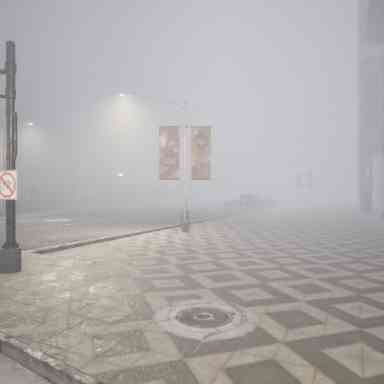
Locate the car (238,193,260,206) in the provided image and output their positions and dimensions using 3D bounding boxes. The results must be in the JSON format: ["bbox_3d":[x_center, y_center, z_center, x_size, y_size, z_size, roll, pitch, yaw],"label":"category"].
[{"bbox_3d":[9.762,1.182,56.630,2.150,2.045,5.566,0,0,26],"label":"car"}]

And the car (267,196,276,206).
[{"bbox_3d":[12.671,1.447,55.178,2.128,1.511,4.902,0,0,26],"label":"car"}]

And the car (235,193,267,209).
[{"bbox_3d":[8.159,1.188,45.846,2.150,2.045,5.566,0,0,26],"label":"car"}]

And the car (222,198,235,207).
[{"bbox_3d":[6.106,1.569,49.063,1.895,1.301,4.718,0,0,27],"label":"car"}]
